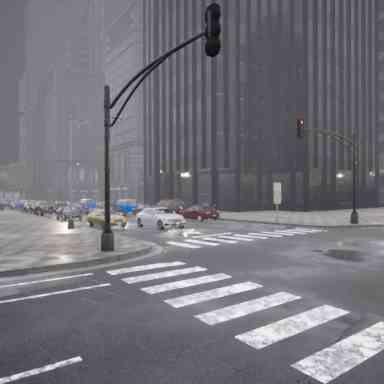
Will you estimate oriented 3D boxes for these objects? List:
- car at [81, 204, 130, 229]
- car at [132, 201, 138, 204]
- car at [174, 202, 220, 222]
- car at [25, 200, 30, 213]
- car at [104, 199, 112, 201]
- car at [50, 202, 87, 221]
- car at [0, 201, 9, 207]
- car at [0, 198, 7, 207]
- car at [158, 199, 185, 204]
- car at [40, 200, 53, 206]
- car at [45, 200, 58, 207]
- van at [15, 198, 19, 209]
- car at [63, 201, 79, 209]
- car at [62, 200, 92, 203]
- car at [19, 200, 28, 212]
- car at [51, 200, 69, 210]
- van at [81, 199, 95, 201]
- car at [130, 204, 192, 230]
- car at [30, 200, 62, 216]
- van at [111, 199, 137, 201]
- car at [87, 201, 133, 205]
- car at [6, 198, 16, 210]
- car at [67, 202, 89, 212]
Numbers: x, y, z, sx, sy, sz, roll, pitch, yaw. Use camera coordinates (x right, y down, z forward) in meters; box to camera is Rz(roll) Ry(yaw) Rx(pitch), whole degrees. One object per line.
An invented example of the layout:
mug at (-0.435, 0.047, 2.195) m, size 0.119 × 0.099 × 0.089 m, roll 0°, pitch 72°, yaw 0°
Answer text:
car at (-6.296, 1.843, 24.358) m, size 1.752 × 1.417 × 4.829 m, roll -1°, pitch 0°, yaw -35°
car at (-5.306, 2.003, 37.727) m, size 1.802 × 1.307 × 4.206 m, roll -1°, pitch 0°, yaw -35°
car at (0.569, 1.828, 29.421) m, size 1.887 × 1.381 × 4.507 m, roll -1°, pitch 0°, yaw -35°
car at (-20.525, 2.195, 44.424) m, size 1.887 × 1.381 × 4.507 m, roll -1°, pitch 0°, yaw -35°
car at (-11.188, 1.874, 46.033) m, size 2.192 × 1.841 × 5.009 m, roll -1°, pitch 0°, yaw -35°
car at (-12.046, 2.003, 32.468) m, size 2.008 × 1.369 × 4.403 m, roll -1°, pitch 0°, yaw -35°
car at (-44.374, 2.769, 78.058) m, size 1.802 × 1.307 × 4.206 m, roll -1°, pitch 0°, yaw -35°
car at (-41.265, 2.665, 73.672) m, size 1.887 × 1.381 × 4.507 m, roll -1°, pitch 0°, yaw -35°
car at (-2.375, 1.668, 33.574) m, size 2.192 × 1.841 × 5.009 m, roll -1°, pitch 0°, yaw -35°
car at (-34.715, 2.658, 79.174) m, size 1.947 × 1.339 × 4.313 m, roll -1°, pitch 0°, yaw -35°
car at (-31.705, 2.593, 74.930) m, size 1.947 × 1.339 × 4.313 m, roll -1°, pitch 0°, yaw -35°
van at (-26.181, 2.122, 52.395) m, size 1.690 × 1.788 × 3.998 m, roll -1°, pitch 0°, yaw -35°
car at (-22.678, 2.405, 62.199) m, size 1.802 × 1.307 × 4.206 m, roll -1°, pitch 0°, yaw -35°
car at (-13.661, 2.056, 39.385) m, size 1.812 × 1.442 × 4.674 m, roll 0°, pitch -1°, yaw -35°
car at (-23.353, 2.156, 48.409) m, size 1.967 × 1.590 × 4.097 m, roll -1°, pitch 0°, yaw -35°
car at (-23.041, 2.270, 57.951) m, size 1.882 × 1.535 × 5.008 m, roll 0°, pitch -1°, yaw -35°
van at (-17.063, 2.036, 54.339) m, size 1.690 × 1.788 × 3.998 m, roll -1°, pitch 0°, yaw -35°
car at (-2.311, 1.789, 23.375) m, size 1.812 × 1.442 × 4.674 m, roll 0°, pitch -1°, yaw -37°
car at (-17.704, 1.900, 40.439) m, size 2.192 × 1.841 × 5.009 m, roll -1°, pitch 0°, yaw -35°
van at (-8.250, 1.832, 41.880) m, size 1.690 × 1.788 × 3.998 m, roll -1°, pitch 0°, yaw -35°
car at (-7.723, 1.882, 30.995) m, size 2.128 × 1.511 × 4.902 m, roll 0°, pitch -1°, yaw -35°
car at (-31.935, 2.352, 60.511) m, size 1.967 × 1.590 × 4.097 m, roll -1°, pitch 0°, yaw -35°
car at (-17.060, 2.256, 49.568) m, size 1.895 × 1.301 × 4.718 m, roll 0°, pitch -1°, yaw -35°
